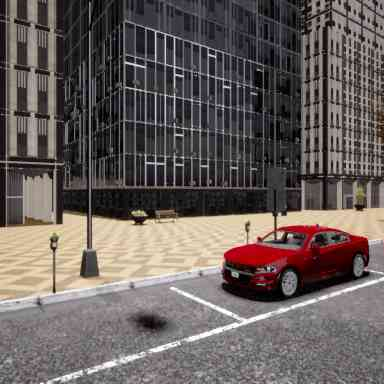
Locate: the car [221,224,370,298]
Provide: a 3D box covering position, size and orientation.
[{"bbox_3d":[2.764,1.545,8.512,4.507,1.381,1.887,0,0,-35],"label":"car"}]
